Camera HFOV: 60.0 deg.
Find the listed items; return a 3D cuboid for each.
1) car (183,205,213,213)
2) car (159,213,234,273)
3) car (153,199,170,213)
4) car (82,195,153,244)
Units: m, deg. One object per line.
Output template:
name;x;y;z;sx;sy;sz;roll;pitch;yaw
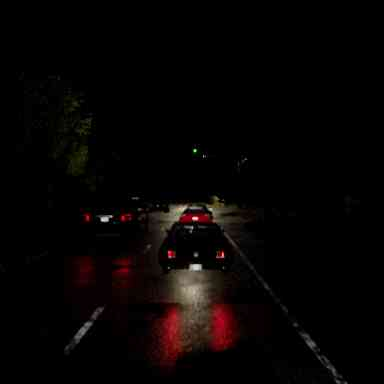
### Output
car;0.347;1.496;21.338;1.994;1.385;4.181;0;0;5
car;0.103;1.567;10.458;1.895;1.301;4.718;0;0;0
car;-3.390;1.433;35.531;2.033;1.411;5.357;0;0;0
car;-3.399;1.171;15.637;2.150;2.045;5.566;0;0;0
